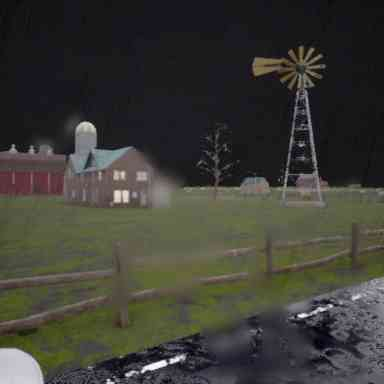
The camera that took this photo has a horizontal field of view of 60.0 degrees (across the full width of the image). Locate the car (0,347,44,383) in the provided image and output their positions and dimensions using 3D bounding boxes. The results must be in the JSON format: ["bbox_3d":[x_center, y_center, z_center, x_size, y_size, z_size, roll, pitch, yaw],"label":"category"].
[{"bbox_3d":[-2.866,1.522,1.015,4.674,1.442,1.812,0,0,-35],"label":"car"}]
